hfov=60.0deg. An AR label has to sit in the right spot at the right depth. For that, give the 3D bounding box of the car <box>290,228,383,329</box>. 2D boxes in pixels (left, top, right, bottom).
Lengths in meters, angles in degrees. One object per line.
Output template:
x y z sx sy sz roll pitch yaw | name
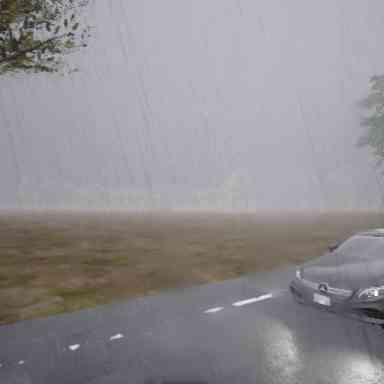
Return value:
4.055 1.530 6.885 4.674 1.442 1.812 0 0 -35 | car
